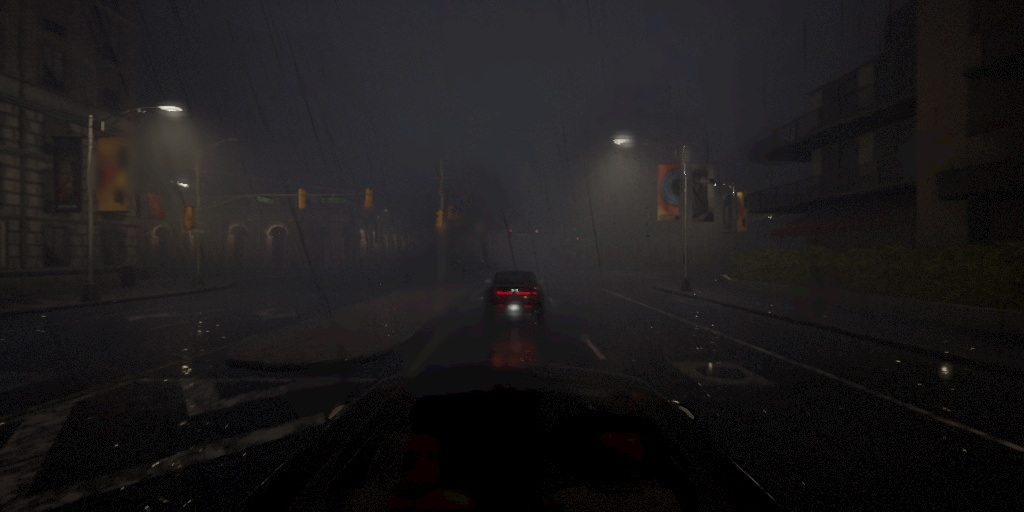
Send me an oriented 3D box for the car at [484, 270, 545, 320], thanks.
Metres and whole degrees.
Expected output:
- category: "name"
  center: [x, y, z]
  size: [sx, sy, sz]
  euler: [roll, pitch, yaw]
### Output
- category: "car"
  center: [0.095, 1.219, 12.403]
  size: [1.837, 1.490, 4.892]
  euler: [0, 0, 0]
